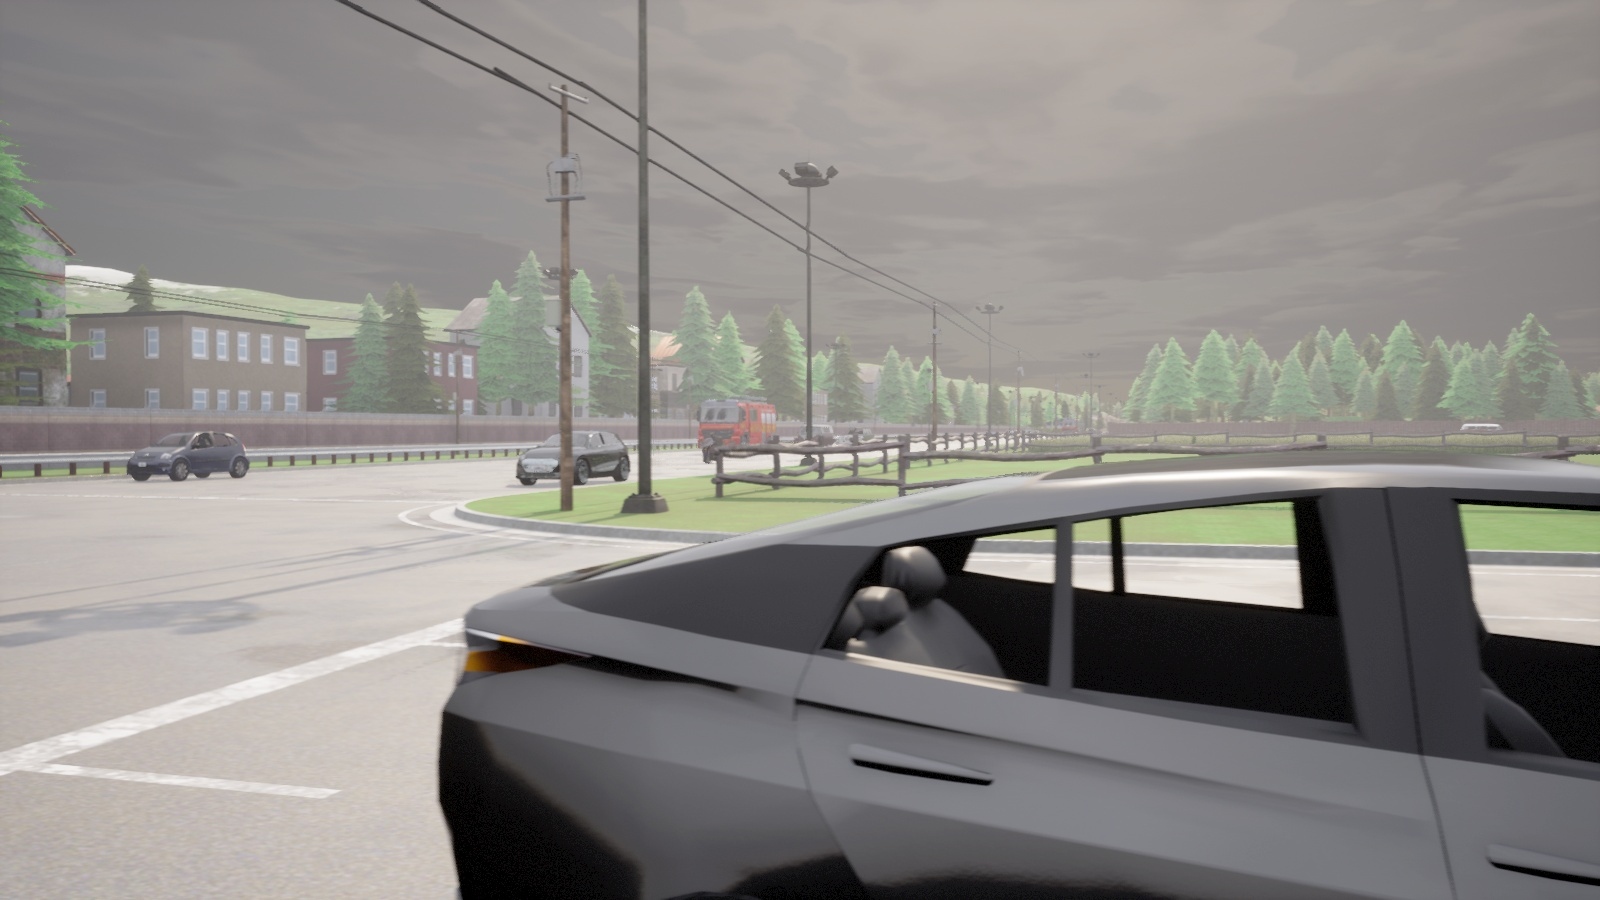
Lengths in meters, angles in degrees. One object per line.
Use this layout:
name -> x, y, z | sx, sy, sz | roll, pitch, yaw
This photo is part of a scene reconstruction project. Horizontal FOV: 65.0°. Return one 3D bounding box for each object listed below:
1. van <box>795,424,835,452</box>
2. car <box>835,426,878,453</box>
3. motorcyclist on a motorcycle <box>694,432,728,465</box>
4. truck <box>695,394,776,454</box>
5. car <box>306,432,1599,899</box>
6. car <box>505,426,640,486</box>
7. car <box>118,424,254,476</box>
van -> 1.140, -0.862, 90.459 | 1.775, 1.987, 4.442 | 1, 1, 16
car -> 3.967, -0.739, 87.618 | 1.932, 1.855, 4.605 | 1, 1, 16
motorcyclist on a motorcycle -> -4.177, -0.103, 59.178 | 0.866, 1.530, 2.191 | 1, 1, 16
truck -> -4.216, -1.707, 84.432 | 2.891, 3.827, 8.468 | 1, 1, 16
car -> 1.505, 0.737, 2.662 | 4.514, 1.525, 2.007 | 1, 1, 19
car -> -6.714, 0.125, 37.598 | 2.033, 1.649, 4.856 | 1, 1, 16
car -> -20.173, -0.028, 41.447 | 1.851, 1.617, 3.988 | 1, 1, 16
